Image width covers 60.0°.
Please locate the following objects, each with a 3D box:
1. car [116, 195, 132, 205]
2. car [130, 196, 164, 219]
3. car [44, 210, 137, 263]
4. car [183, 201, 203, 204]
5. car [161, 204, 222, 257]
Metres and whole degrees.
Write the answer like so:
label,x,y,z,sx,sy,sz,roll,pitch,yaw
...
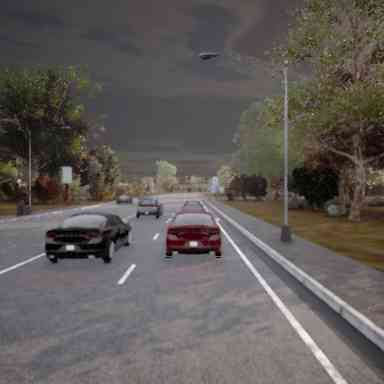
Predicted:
label,x,y,z,sx,sy,sz,roll,pitch,yaw
car,-10.570,1.232,52.250,1.882,1.535,5.008,0,0,0
car,-3.436,1.370,27.812,2.128,1.511,4.902,0,0,0
car,-3.435,1.435,11.904,1.882,1.535,5.008,0,0,0
car,0.068,1.439,28.329,1.994,1.385,4.181,0,0,0
car,0.066,1.431,12.710,1.882,1.535,5.008,0,0,0
